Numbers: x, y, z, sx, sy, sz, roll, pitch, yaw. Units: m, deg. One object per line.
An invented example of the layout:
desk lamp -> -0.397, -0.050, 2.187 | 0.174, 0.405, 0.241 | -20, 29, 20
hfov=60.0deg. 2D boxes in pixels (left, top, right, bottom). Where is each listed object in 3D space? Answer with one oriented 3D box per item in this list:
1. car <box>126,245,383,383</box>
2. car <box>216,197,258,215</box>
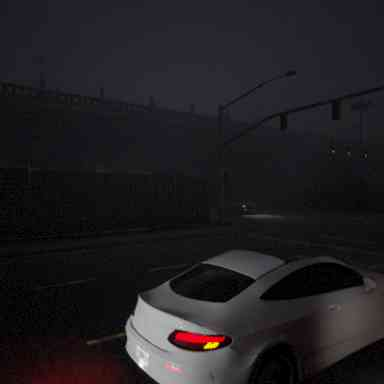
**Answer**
car -> 1.377, 1.514, 4.766 | 4.674, 1.442, 1.812 | 0, 0, -35
car -> 4.566, 1.334, 34.067 | 2.097, 1.767, 4.553 | 0, 0, -35
